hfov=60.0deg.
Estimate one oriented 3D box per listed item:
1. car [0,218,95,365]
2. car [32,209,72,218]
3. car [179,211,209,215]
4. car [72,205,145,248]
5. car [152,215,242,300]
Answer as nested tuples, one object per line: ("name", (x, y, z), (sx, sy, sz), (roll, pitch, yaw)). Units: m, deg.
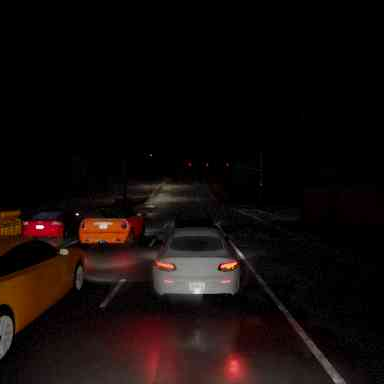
("car", (-3.403, 1.478, 5.749), (1.882, 1.535, 5.008), (0, 0, 0))
("car", (-6.906, 1.564, 17.118), (1.994, 1.385, 4.181), (0, 0, 0))
("car", (0.094, 1.601, 17.162), (1.895, 1.301, 4.718), (0, 0, 0))
("car", (-3.406, 1.352, 14.922), (2.097, 1.767, 4.553), (0, 0, 0))
("car", (0.094, 1.526, 8.273), (1.812, 1.442, 4.674), (0, 0, 0))
